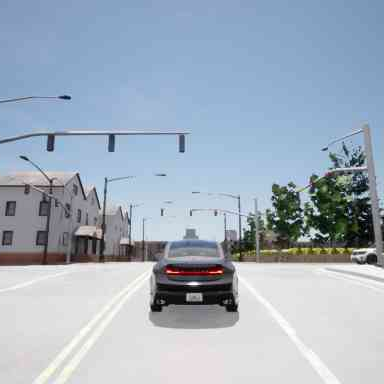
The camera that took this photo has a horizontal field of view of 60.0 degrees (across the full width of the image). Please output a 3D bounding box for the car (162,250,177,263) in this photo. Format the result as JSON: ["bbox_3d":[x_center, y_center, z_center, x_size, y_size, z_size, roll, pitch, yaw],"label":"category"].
[{"bbox_3d":[-3.752,10.884,55.681,2.150,2.045,5.566,0,-12,0],"label":"car"}]

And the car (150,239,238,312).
[{"bbox_3d":[0.046,1.985,8.588,1.837,1.490,4.892,0,-7,0],"label":"car"}]

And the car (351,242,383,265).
[{"bbox_3d":[16.795,5.314,28.830,5.566,2.045,2.150,0,-12,1],"label":"car"}]

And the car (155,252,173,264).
[{"bbox_3d":[-3.733,8.984,45.166,2.128,1.511,4.902,0,-12,0],"label":"car"}]
